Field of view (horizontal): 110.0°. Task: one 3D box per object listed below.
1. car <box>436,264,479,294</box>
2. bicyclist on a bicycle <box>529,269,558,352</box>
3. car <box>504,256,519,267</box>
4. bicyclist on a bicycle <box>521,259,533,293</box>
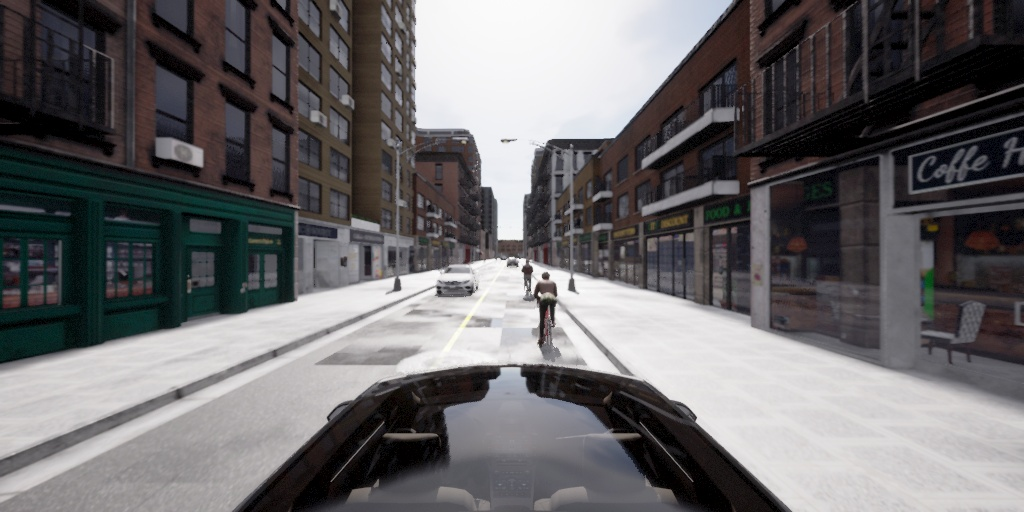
[{"bbox_3d":[-2.852,1.193,19.490,1.812,1.442,4.674,0,0,0],"label":"car"},{"bbox_3d":[0.756,1.175,7.867,0.582,1.620,1.656,0,0,0],"label":"bicyclist on a bicycle"},{"bbox_3d":[0.096,1.076,58.213,1.895,1.301,4.718,0,0,0],"label":"car"},{"bbox_3d":[0.755,1.048,17.491,0.659,1.776,1.843,0,0,0],"label":"bicyclist on a bicycle"}]
